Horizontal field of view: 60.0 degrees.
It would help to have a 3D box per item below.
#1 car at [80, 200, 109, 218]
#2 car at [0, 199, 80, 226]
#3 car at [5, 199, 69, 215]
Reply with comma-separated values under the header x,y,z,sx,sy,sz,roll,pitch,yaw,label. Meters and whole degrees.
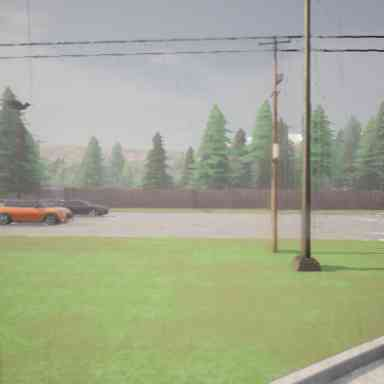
x,y,z,sx,sy,sz,roll,pitch,yaw,label
-9.690,1.427,28.937,4.892,1.490,1.837,0,0,2,car
-10.216,1.274,21.952,4.553,1.767,2.097,0,0,2,car
-15.143,1.433,32.616,5.357,1.411,2.033,0,0,2,car
